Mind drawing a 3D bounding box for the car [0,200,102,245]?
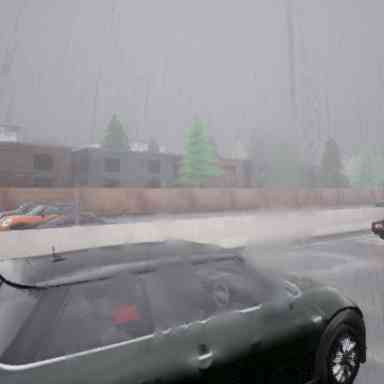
[{"bbox_3d":[-6.990,1.338,16.199,4.553,1.767,2.097,0,0,-35],"label":"car"}]

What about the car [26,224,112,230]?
[{"bbox_3d":[-5.005,1.550,13.315,4.181,1.385,1.994,0,0,-35],"label":"car"}]

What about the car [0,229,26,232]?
[{"bbox_3d":[-5.034,1.485,4.457,5.008,1.535,1.882,0,0,-35],"label":"car"}]

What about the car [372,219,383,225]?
[{"bbox_3d":[10.403,1.528,15.456,4.718,1.301,1.895,0,0,-35],"label":"car"}]

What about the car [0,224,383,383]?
[{"bbox_3d":[-0.042,1.344,3.716,4.553,1.767,2.097,0,0,-35],"label":"car"}]
